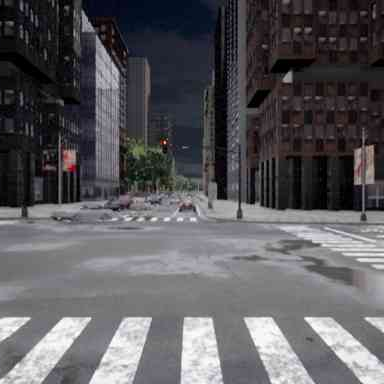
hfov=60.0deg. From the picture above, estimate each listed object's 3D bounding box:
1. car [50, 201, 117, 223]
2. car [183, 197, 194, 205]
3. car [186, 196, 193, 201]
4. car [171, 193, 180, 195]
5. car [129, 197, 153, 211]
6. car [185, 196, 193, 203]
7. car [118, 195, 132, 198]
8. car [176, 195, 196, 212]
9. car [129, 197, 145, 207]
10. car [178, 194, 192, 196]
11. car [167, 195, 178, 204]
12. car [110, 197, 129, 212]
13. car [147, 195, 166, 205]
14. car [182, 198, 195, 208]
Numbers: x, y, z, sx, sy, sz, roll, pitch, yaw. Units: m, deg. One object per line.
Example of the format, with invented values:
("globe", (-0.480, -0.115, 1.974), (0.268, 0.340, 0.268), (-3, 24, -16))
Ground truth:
("car", (-8.053, 1.551, 24.686), (1.895, 1.301, 4.718), (1, -2, 27))
("car", (-0.590, 1.640, 60.812), (1.887, 1.381, 4.507), (0, 0, 0))
("car", (-0.717, 1.752, 93.362), (1.887, 1.381, 4.507), (0, 0, 0))
("car", (-3.407, 1.629, 75.695), (1.812, 1.442, 4.674), (0, 0, 0))
("car", (-6.373, 1.640, 41.521), (1.895, 1.301, 4.718), (0, 0, 0))
("car", (-0.633, 1.656, 71.832), (1.752, 1.417, 4.829), (0, 0, 0))
("car", (-9.053, 1.362, 44.509), (2.192, 1.841, 5.009), (0, 0, 0))
("car", (-0.507, 1.472, 39.113), (1.967, 1.590, 4.097), (0, 0, 0))
("car", (-9.093, 1.604, 55.191), (1.752, 1.417, 4.829), (0, 0, 0))
("car", (-0.527, 1.487, 44.538), (1.967, 1.590, 4.097), (0, 0, 0))
("car", (-3.369, 1.712, 65.717), (1.895, 1.301, 4.718), (0, 0, 0))
("car", (-9.031, 1.598, 39.083), (1.947, 1.339, 4.313), (0, 0, 0))
("car", (-6.414, 1.638, 59.223), (2.033, 1.411, 5.357), (0, 0, 0))
("car", (-0.548, 1.645, 49.962), (1.802, 1.307, 4.206), (0, 0, 0))
